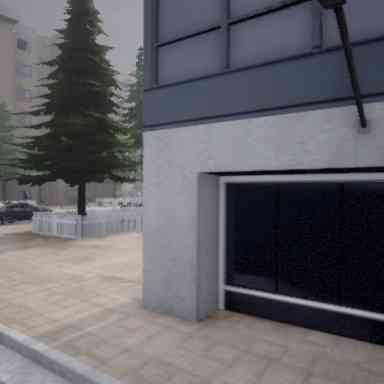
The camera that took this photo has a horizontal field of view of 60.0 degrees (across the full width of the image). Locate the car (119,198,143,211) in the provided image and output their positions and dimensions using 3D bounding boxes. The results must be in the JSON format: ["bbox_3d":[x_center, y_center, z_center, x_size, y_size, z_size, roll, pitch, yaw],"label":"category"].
[{"bbox_3d":[-5.812,1.391,38.056,2.033,1.411,5.357,0,0,34],"label":"car"}]

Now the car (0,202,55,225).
[{"bbox_3d":[-11.729,1.397,22.776,1.812,1.442,4.674,0,0,34],"label":"car"}]
